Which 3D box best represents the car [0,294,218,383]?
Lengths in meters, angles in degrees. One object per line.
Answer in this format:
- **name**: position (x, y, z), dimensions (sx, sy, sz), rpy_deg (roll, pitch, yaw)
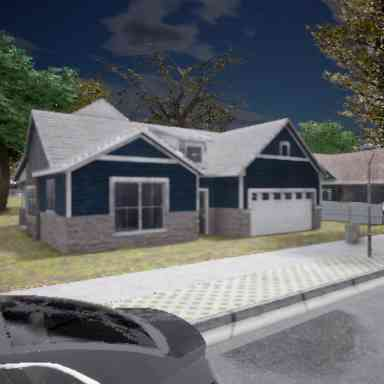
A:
- **car**: position (-2.022, 1.505, 1.633), dimensions (4.892, 1.490, 1.837), rpy_deg (0, 0, -36)
